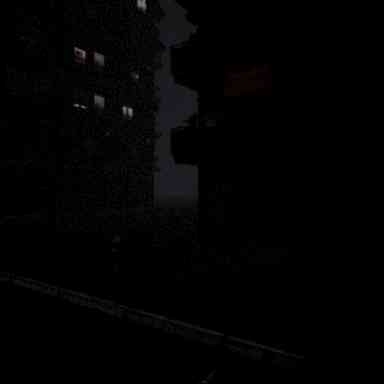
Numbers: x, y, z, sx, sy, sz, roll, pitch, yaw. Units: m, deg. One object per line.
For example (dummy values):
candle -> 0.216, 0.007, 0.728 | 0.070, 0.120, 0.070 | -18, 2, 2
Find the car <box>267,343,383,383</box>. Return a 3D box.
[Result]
car -> 2.083, 1.439, 1.391 | 4.097, 1.590, 1.967 | 0, 0, 36
